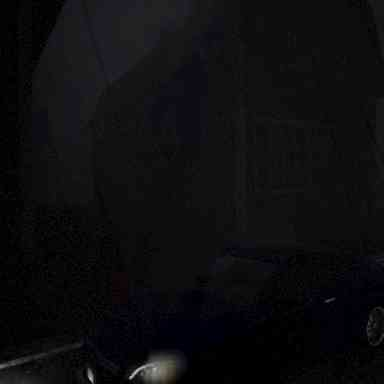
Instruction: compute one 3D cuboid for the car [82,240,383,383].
[{"bbox_3d":[0.944,1.467,4.537,4.674,1.442,1.812,-1,1,-34],"label":"car"}]
